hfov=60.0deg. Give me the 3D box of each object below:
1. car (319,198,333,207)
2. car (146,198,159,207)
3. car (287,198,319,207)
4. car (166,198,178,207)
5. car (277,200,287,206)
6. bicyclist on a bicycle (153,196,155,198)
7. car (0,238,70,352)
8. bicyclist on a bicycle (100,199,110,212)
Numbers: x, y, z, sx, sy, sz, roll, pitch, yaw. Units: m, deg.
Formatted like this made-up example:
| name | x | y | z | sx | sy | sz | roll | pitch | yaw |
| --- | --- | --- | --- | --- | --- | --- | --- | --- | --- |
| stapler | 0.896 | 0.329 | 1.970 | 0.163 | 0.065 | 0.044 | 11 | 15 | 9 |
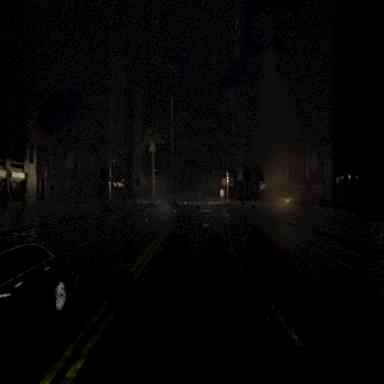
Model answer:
| name | x | y | z | sx | sy | sz | roll | pitch | yaw |
| --- | --- | --- | --- | --- | --- | --- | --- | --- | --- |
| car | 25.795 | 1.970 | 62.285 | 5.009 | 1.841 | 2.192 | 1 | -1 | 0 |
| car | -6.526 | 1.799 | 55.908 | 1.812 | 1.442 | 4.674 | 0 | 0 | 0 |
| car | 20.705 | 2.130 | 62.295 | 4.507 | 1.381 | 1.887 | 1 | -1 | 0 |
| car | -3.275 | 1.766 | 55.940 | 2.128 | 1.511 | 4.902 | 0 | 0 | 0 |
| car | 20.561 | 2.171 | 70.823 | 4.829 | 1.417 | 1.752 | 1 | -1 | 0 |
| bicyclist on a bicycle | -8.972 | 1.724 | 78.792 | 0.659 | 1.776 | 1.843 | 3 | 0 | 2 |
| car | -3.353 | 1.535 | 4.815 | 1.837 | 1.490 | 4.892 | 0 | 0 | 0 |
| bicyclist on a bicycle | -10.542 | 1.613 | 40.376 | 0.866 | 1.612 | 1.509 | -8 | -14 | 44 |
